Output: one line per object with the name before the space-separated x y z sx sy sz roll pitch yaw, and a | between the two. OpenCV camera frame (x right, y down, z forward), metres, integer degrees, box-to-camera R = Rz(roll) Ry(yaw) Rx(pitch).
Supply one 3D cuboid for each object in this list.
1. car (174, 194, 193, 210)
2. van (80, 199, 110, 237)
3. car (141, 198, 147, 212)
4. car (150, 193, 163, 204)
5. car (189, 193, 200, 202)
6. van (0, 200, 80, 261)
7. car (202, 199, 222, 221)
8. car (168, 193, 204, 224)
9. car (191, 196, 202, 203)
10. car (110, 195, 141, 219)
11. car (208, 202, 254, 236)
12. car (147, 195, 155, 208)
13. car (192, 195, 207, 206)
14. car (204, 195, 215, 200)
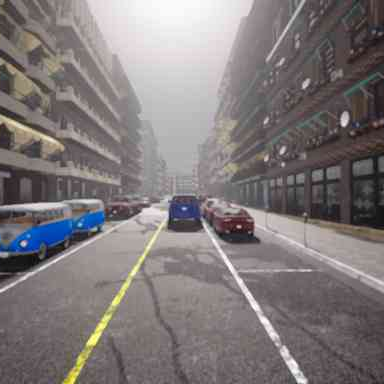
car | -1.041 1.210 40.644 2.097 1.767 4.553 0 0 -2
van | -5.763 1.294 17.443 1.690 1.788 3.998 1 0 -2
car | -6.239 1.216 34.027 2.192 1.841 5.009 1 0 -2
car | -7.033 1.161 61.668 2.192 1.841 5.009 1 0 -2
car | 0.493 1.117 72.896 2.192 1.841 5.009 1 0 -2
van | -5.604 1.313 11.914 1.690 1.788 3.998 1 0 -2
car | 1.953 1.442 23.136 1.887 1.381 4.507 1 0 -2
car | -0.554 1.132 23.742 2.150 2.045 5.566 0 1 -2
car | 0.806 1.392 61.839 1.802 1.307 4.206 1 0 -2
car | -6.080 1.232 28.499 2.192 1.841 5.009 1 0 -2
car | 2.112 1.461 17.608 1.887 1.381 4.507 1 0 -2
car | -6.562 1.439 45.086 1.947 1.339 4.313 1 0 -2
car | 1.126 1.266 50.780 1.967 1.590 4.097 1 0 -2
car | 1.804 1.321 28.666 1.967 1.590 4.097 1 0 -2
